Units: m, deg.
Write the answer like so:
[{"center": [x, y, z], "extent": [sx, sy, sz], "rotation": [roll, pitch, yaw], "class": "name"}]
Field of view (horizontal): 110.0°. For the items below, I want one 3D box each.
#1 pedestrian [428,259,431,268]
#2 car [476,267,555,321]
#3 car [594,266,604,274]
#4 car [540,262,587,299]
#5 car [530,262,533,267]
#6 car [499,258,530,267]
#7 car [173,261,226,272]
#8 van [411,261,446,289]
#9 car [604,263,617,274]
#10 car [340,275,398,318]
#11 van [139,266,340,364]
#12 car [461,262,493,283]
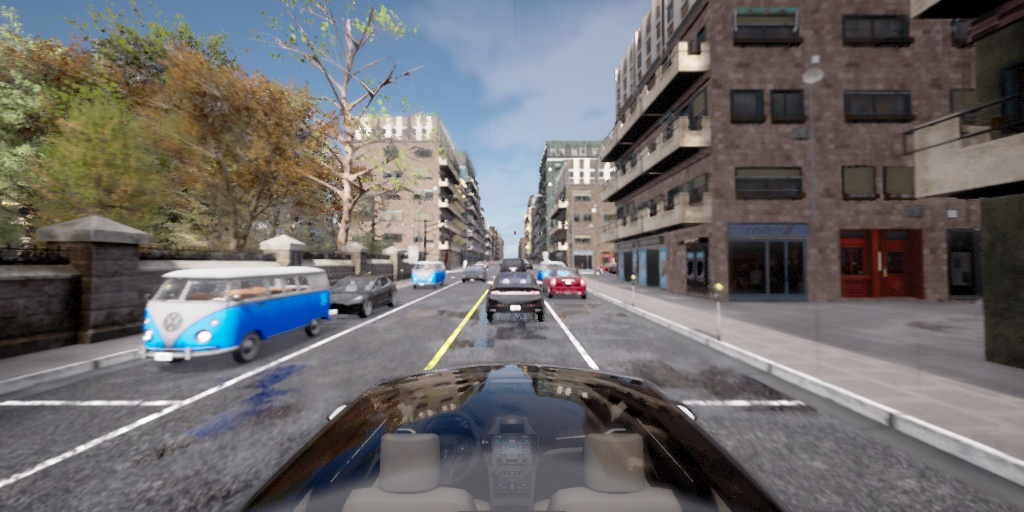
[{"center": [-12.534, 1.329, 53.916], "extent": [0.375, 1.860, 0.375], "rotation": [0, -2, 1], "class": "pedestrian"}, {"center": [0.101, 1.320, 12.876], "extent": [2.128, 1.511, 4.902], "rotation": [0, -1, 0], "class": "car"}, {"center": [13.642, 1.697, 50.630], "extent": [4.097, 1.591, 1.967], "rotation": [0, 0, 1], "class": "car"}, {"center": [2.663, 1.313, 18.997], "extent": [1.967, 1.591, 4.097], "rotation": [0, 0, 0], "class": "car"}, {"center": [2.697, 1.750, 62.466], "extent": [1.948, 1.339, 4.313], "rotation": [0, 0, 0], "class": "car"}, {"center": [0.104, 1.168, 29.313], "extent": [2.150, 2.045, 5.566], "rotation": [0, 0, 0], "class": "car"}, {"center": [-42.295, 1.449, 48.627], "extent": [5.357, 1.411, 2.033], "rotation": [0, -1, 1], "class": "car"}, {"center": [-5.654, 1.253, 24.522], "extent": [1.690, 1.789, 3.998], "rotation": [0, 0, 0], "class": "van"}, {"center": [13.538, 1.615, 42.253], "extent": [4.313, 1.339, 1.948], "rotation": [0, 0, 1], "class": "car"}, {"center": [-5.671, 1.399, 13.475], "extent": [1.948, 1.339, 4.313], "rotation": [0, 0, 0], "class": "car"}, {"center": [-5.697, 1.135, 7.952], "extent": [1.690, 1.789, 3.998], "rotation": [0, 0, 0], "class": "van"}, {"center": [-3.050, 1.501, 30.396], "extent": [2.033, 1.411, 5.357], "rotation": [0, 0, 1], "class": "car"}]
